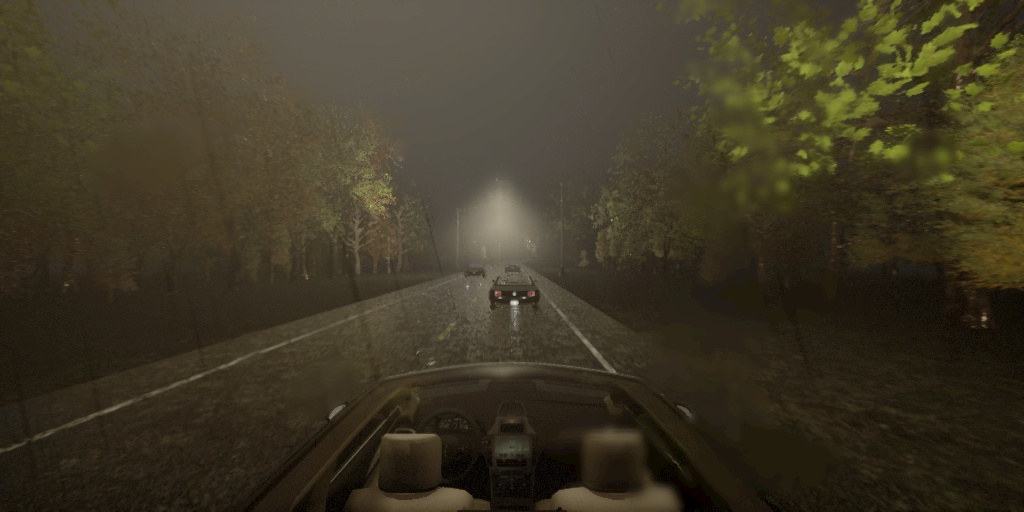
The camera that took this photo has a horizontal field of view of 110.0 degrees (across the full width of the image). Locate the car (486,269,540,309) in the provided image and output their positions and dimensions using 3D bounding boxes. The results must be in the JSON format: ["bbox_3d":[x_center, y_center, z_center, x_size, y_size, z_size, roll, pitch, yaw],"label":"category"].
[{"bbox_3d":[0.093,1.404,15.166,1.895,1.301,4.718,0,0,0],"label":"car"}]

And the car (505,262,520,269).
[{"bbox_3d":[0.076,1.497,48.481,1.994,1.385,4.181,0,0,0],"label":"car"}]

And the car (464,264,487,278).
[{"bbox_3d":[-3.602,1.448,35.906,1.994,1.385,4.181,0,0,0],"label":"car"}]
